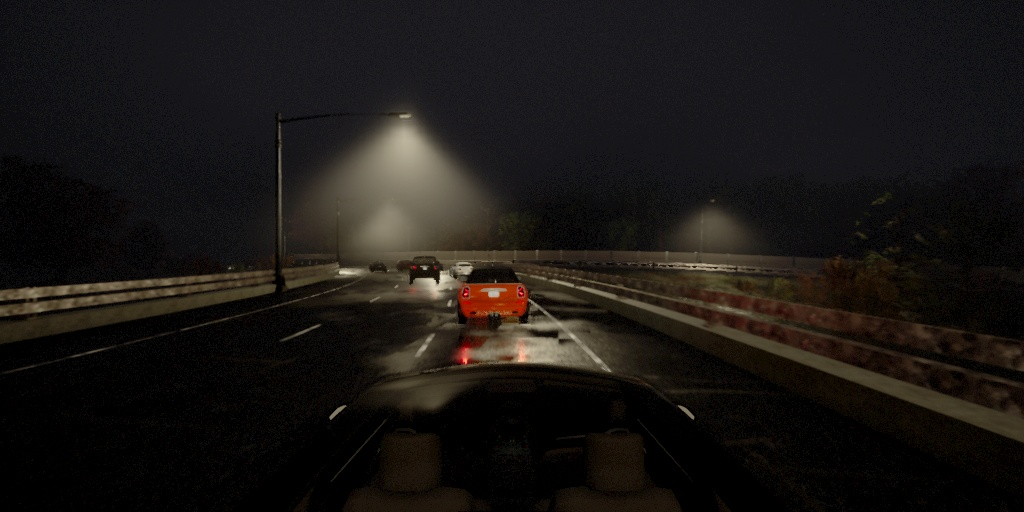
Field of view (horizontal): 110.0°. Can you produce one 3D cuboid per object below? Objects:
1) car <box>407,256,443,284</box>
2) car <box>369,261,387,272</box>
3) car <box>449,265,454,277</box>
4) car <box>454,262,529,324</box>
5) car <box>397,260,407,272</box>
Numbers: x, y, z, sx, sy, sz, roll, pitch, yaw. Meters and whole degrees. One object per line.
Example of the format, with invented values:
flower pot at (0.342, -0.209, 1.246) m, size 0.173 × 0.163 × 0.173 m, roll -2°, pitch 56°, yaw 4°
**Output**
car at (-6.866, 1.003, 28.144) m, size 2.150 × 2.045 × 5.566 m, roll 0°, pitch 0°, yaw -14°
car at (-18.170, 1.397, 48.481) m, size 1.994 × 1.385 × 4.181 m, roll 0°, pitch 0°, yaw -26°
car at (-4.573, 1.294, 32.815) m, size 1.812 × 1.442 × 4.674 m, roll 0°, pitch 0°, yaw -16°
car at (-0.721, 1.105, 12.304) m, size 2.097 × 1.767 × 4.553 m, roll 0°, pitch 0°, yaw -6°
car at (-14.575, 1.293, 49.108) m, size 1.882 × 1.535 × 5.008 m, roll 0°, pitch 0°, yaw -25°
